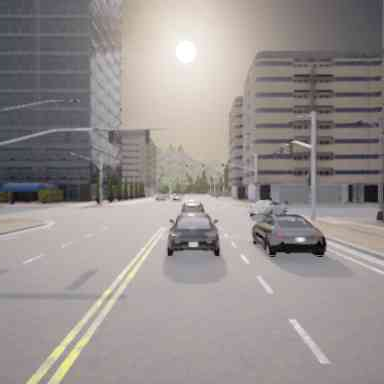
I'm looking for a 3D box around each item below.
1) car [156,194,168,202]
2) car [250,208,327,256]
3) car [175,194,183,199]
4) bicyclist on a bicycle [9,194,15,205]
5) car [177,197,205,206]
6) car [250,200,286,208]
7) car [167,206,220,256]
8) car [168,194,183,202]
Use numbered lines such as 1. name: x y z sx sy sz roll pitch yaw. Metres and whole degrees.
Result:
1. car: -6.992 1.352 73.936 1.812 1.442 4.674 0 0 0
2. car: 3.566 1.532 12.900 1.994 1.385 4.181 0 0 0
3. car: -3.490 1.241 90.366 1.812 1.442 4.674 0 0 0
4. bicyclist on a bicycle: -26.636 1.187 49.174 0.582 1.620 1.656 0 0 -1
5. car: 0.075 1.425 28.788 2.128 1.511 4.902 0 0 0
6. car: 6.694 1.457 29.143 1.812 1.442 4.674 -1 0 38
7. car: 0.065 1.496 12.862 1.812 1.442 4.674 0 0 0
8. car: -3.492 1.367 73.934 2.033 1.411 5.357 0 0 0
